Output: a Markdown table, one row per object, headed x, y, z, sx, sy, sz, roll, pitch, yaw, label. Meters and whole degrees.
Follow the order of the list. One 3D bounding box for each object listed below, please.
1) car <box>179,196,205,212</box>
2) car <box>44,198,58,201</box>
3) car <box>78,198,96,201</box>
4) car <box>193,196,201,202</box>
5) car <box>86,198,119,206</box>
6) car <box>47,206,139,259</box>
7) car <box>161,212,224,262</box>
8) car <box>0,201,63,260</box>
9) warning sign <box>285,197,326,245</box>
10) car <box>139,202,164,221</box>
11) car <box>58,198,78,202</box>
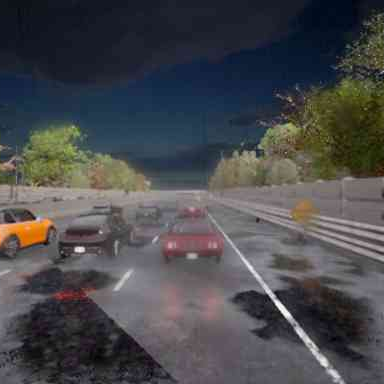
| x | y | z | sx | sy | sz | roll | pitch | yaw | label |
| --- | --- | --- | --- | --- | --- | --- | --- | --- | --- |
| 0.036 | 1.411 | 27.644 | 2.097 | 1.767 | 4.553 | 0 | 0 | 1 | car |
| -24.550 | 1.720 | 57.767 | 1.994 | 1.385 | 4.181 | 0 | 0 | 1 | car |
| -17.548 | 1.705 | 57.989 | 2.033 | 1.411 | 5.357 | 0 | 0 | 1 | car |
| 1.196 | 1.735 | 83.395 | 1.882 | 1.535 | 5.008 | 0 | 0 | 0 | car |
| -6.964 | 1.552 | 27.721 | 2.128 | 1.511 | 4.902 | 0 | 0 | 1 | car |
| -3.459 | 1.530 | 12.744 | 1.837 | 1.490 | 4.892 | 0 | 0 | 1 | car |
| 0.035 | 1.623 | 12.110 | 1.895 | 1.301 | 4.718 | 0 | 0 | 1 | car |
| -6.958 | 1.374 | 12.641 | 2.097 | 1.767 | 4.553 | 0 | 0 | 1 | car |
| 4.544 | 1.140 | 13.397 | 1.300 | 1.860 | 1.060 | 0 | 0 | 0 | warning sign |
| -3.464 | 1.552 | 27.725 | 2.128 | 1.511 | 4.902 | 0 | 0 | 1 | car |
| -21.046 | 1.758 | 57.834 | 1.895 | 1.301 | 4.718 | 0 | 0 | 1 | car |
